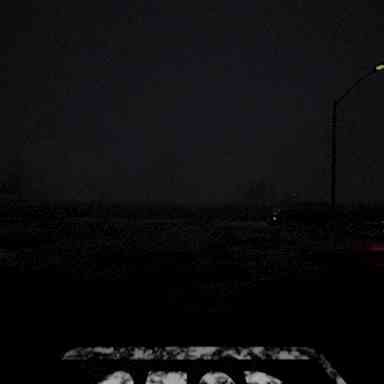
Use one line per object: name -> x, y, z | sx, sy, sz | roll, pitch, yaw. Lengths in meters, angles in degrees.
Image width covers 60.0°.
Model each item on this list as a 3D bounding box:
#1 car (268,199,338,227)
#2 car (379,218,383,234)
car -> 7.741, 1.396, 23.568 | 4.553, 1.767, 2.097 | 1, 1, 0
car -> 12.025, 1.725, 16.551 | 4.892, 1.490, 1.837 | 1, 1, 0
